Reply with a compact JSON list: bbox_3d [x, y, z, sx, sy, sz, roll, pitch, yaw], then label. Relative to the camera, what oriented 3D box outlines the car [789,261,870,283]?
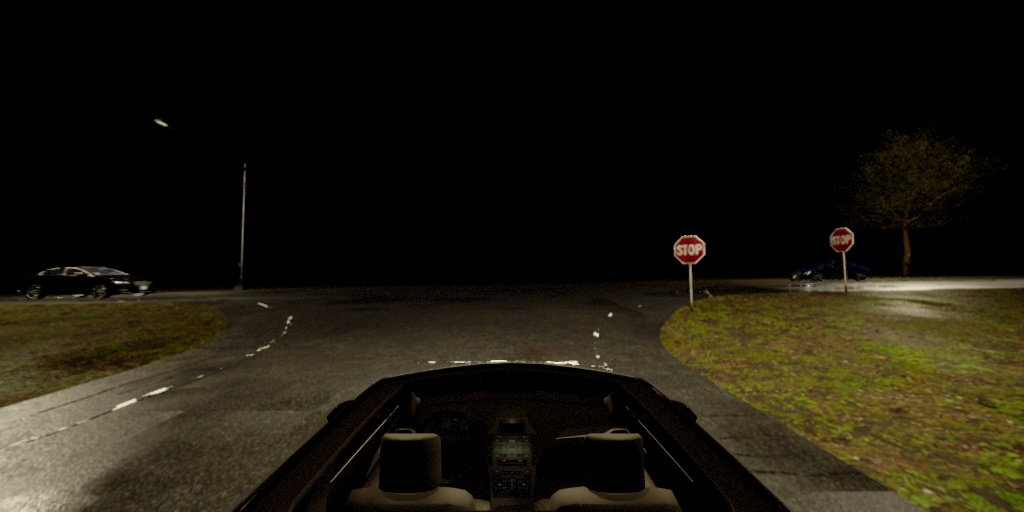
[{"bbox_3d":[21.229,1.068,24.045,4.674,1.442,1.812,-1,-3,-2],"label":"car"}]

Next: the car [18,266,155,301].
[{"bbox_3d":[-19.306,1.217,16.418,4.902,1.511,2.128,-1,-3,0],"label":"car"}]
